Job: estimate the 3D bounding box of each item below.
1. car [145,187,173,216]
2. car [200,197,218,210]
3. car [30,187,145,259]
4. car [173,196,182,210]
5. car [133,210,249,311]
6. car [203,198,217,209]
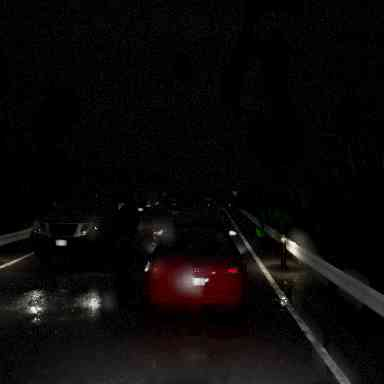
[{"bbox_3d":[-2.813,0.648,22.046,2.150,2.045,5.566,0,0,4],"label":"car"},{"bbox_3d":[1.986,1.326,38.657,1.812,1.442,4.674,0,-2,4],"label":"car"},{"bbox_3d":[-3.336,0.883,11.573,2.150,2.045,5.566,0,2,3],"label":"car"},{"bbox_3d":[-2.054,1.113,32.641,2.033,1.411,5.357,0,-2,5],"label":"car"},{"bbox_3d":[0.101,1.393,7.633,1.994,1.385,4.181,0,3,1],"label":"car"},{"bbox_3d":[2.640,1.632,48.802,1.882,1.535,5.008,0,-2,2],"label":"car"}]
